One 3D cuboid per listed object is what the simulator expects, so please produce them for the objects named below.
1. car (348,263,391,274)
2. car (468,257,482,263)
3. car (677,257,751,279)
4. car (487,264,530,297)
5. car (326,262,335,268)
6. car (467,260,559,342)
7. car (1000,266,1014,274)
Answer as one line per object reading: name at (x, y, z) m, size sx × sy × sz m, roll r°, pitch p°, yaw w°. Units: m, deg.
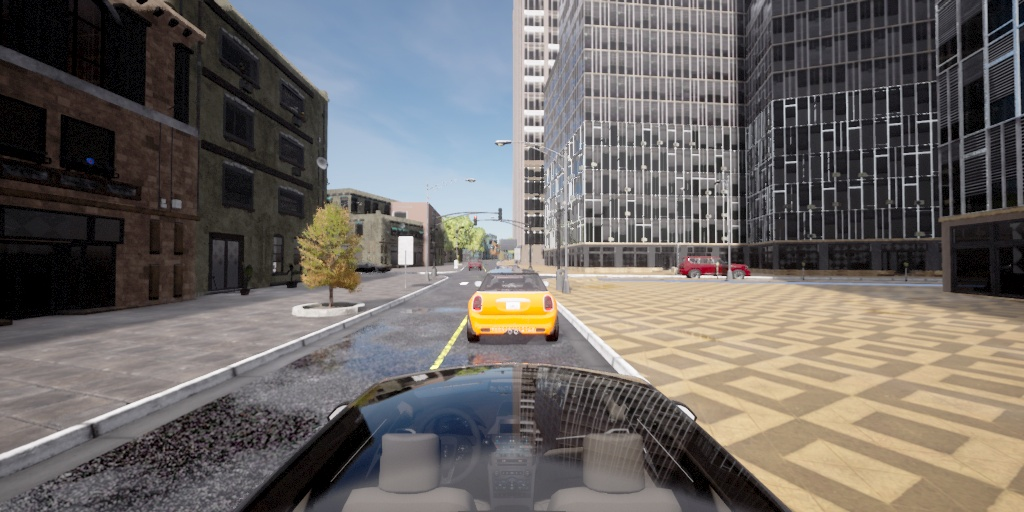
car at (-16.382, 1.423, 41.365) m, size 4.718 × 1.301 × 1.895 m, roll 0°, pitch -1°, yaw 18°
car at (-5.478, 1.293, 53.340) m, size 1.882 × 1.535 × 5.008 m, roll 0°, pitch 0°, yaw -6°
car at (15.745, 0.966, 28.236) m, size 5.009 × 1.841 × 2.192 m, roll 0°, pitch 0°, yaw 18°
car at (-0.224, 1.267, 20.120) m, size 2.128 × 1.511 × 4.902 m, roll 0°, pitch 0°, yaw -1°
car at (-20.586, 1.357, 40.123) m, size 4.313 × 1.339 × 1.948 m, roll 0°, pitch 0°, yaw 18°
car at (0.004, 1.113, 9.983) m, size 2.097 × 1.767 × 4.553 m, roll 0°, pitch 0°, yaw 0°
car at (36.313, 1.144, 24.321) m, size 4.674 × 1.442 × 1.812 m, roll 0°, pitch -1°, yaw 18°
